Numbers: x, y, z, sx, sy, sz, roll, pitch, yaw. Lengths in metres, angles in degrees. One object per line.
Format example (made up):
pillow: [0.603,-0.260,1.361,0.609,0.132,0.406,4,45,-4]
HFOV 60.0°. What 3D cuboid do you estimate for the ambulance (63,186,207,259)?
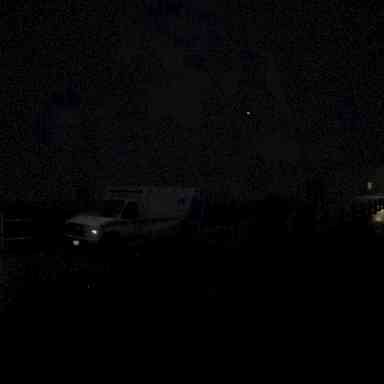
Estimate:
ambulance: [-1.979,0.994,13.566,2.351,2.431,6.366,2,1,35]
